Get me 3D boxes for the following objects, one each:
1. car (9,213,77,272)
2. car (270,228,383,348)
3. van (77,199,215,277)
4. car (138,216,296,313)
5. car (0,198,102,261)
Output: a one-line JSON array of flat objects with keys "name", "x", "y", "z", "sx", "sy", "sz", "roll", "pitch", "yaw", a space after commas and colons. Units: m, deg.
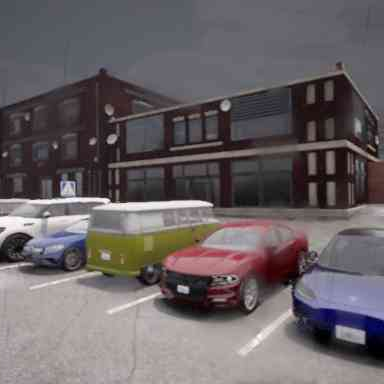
[{"name": "car", "x": -3.200, "y": 1.548, "z": 11.242, "sx": 2.002, "sy": 1.452, "sz": 4.674, "roll": 0, "pitch": 0, "yaw": 35}, {"name": "car", "x": 3.511, "y": 1.511, "z": 6.415, "sx": 2.163, "sy": 1.488, "sz": 4.792, "roll": 0, "pitch": 0, "yaw": 36}, {"name": "van", "x": -0.793, "y": 1.269, "z": 9.664, "sx": 1.878, "sy": 1.987, "sz": 4.442, "roll": 0, "pitch": 0, "yaw": 36}, {"name": "car", "x": 1.288, "y": 1.486, "z": 8.044, "sx": 2.097, "sy": 1.535, "sz": 5.008, "roll": 0, "pitch": 0, "yaw": 35}, {"name": "car", "x": -5.466, "y": 1.273, "z": 12.820, "sx": 2.435, "sy": 2.045, "sz": 5.566, "roll": -1, "pitch": 0, "yaw": 35}]
